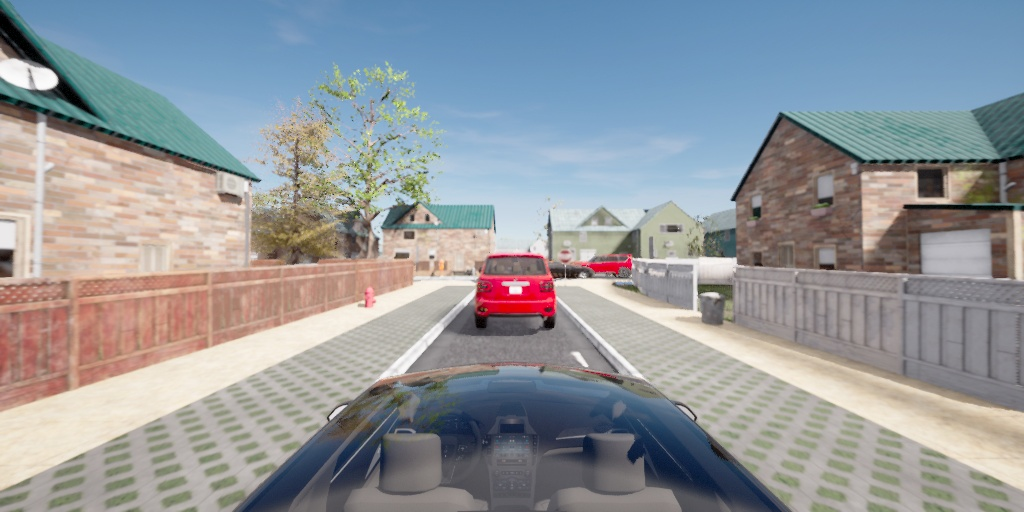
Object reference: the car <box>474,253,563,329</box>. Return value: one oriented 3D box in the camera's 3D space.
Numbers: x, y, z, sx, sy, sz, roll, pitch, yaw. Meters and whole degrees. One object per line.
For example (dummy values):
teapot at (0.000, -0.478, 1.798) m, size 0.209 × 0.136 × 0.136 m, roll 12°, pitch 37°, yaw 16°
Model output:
car at (0.093, 0.940, 11.314) m, size 2.150 × 2.045 × 5.566 m, roll 0°, pitch -1°, yaw 0°

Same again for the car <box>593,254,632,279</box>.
car at (7.779, 0.902, 30.881) m, size 5.566 × 2.045 × 2.150 m, roll 0°, pitch -1°, yaw 1°

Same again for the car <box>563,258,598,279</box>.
car at (3.798, 1.138, 27.967) m, size 5.008 × 1.535 × 1.882 m, roll -1°, pitch -1°, yaw 1°

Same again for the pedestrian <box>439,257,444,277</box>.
pedestrian at (-6.717, 1.019, 33.979) m, size 0.375 × 1.860 × 0.375 m, roll 0°, pitch -1°, yaw 1°
